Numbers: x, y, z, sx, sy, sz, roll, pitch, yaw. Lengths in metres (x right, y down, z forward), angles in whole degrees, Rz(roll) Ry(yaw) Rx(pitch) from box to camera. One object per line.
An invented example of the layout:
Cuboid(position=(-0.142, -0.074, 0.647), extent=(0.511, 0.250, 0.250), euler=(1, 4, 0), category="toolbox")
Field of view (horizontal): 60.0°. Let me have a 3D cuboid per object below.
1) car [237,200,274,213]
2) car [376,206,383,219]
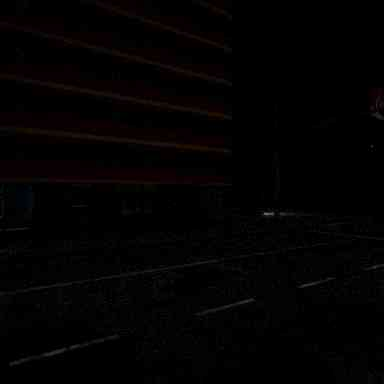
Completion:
Cuboid(position=(6.974, 1.563, 36.982), extent=(1.994, 1.385, 4.181), euler=(0, 0, -36), category="car")
Cuboid(position=(16.183, 1.492, 24.288), extent=(2.128, 1.511, 4.902), euler=(0, 0, -36), category="car")
